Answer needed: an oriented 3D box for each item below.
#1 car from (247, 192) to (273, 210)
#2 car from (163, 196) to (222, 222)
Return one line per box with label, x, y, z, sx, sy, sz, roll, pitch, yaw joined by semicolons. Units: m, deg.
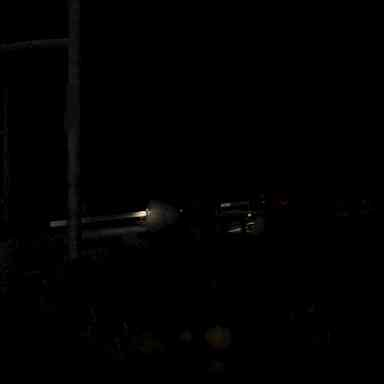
car;6.993;0.779;30.623;1.882;1.535;5.008;0;1;42
car;0.117;1.091;22.924;2.128;1.511;4.902;0;3;41
